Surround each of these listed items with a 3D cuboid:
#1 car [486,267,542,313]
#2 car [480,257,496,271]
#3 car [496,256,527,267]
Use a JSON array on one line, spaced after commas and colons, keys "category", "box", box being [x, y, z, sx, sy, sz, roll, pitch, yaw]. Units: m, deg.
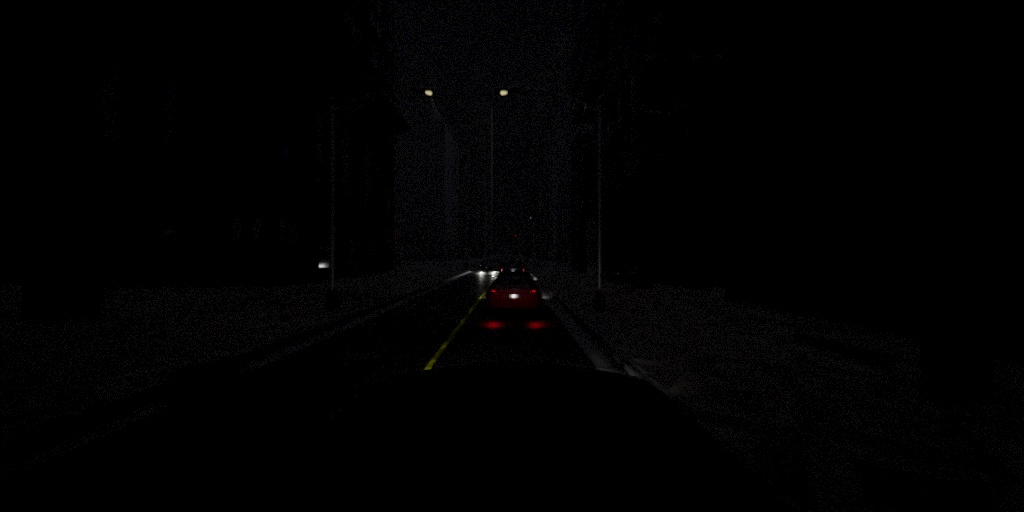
[{"category": "car", "box": [0.071, 1.302, 13.934, 1.994, 1.385, 4.181, 0, 0, 0]}, {"category": "car", "box": [-3.070, 1.189, 45.999, 1.837, 1.490, 4.892, 0, 0, 0]}, {"category": "car", "box": [0.067, 1.069, 28.427, 2.097, 1.767, 4.553, 0, 0, 0]}]
